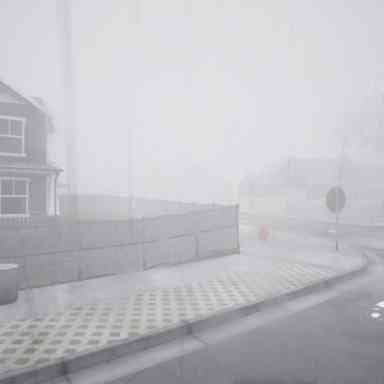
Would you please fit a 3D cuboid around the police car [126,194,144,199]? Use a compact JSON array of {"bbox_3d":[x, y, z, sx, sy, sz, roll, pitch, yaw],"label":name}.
[{"bbox_3d":[-7.908,1.094,46.966,1.930,1.638,5.238,1,0,-42],"label":"police car"}]
